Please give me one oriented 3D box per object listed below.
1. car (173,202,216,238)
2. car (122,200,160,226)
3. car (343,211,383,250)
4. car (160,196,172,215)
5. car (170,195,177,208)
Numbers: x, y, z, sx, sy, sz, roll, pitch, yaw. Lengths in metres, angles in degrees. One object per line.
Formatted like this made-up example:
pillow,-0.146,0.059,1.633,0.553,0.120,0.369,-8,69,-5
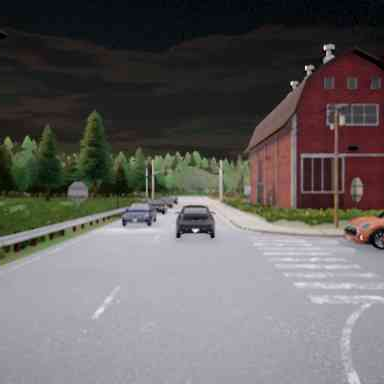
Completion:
car,0.175,1.456,17.370,1.837,1.490,4.892,0,0,0
car,-3.502,1.462,22.776,1.812,1.442,4.674,0,0,0
car,8.700,1.313,13.565,4.553,1.767,2.097,0,0,4
car,-3.455,1.454,33.112,2.033,1.411,5.357,0,0,0
car,-3.407,1.382,43.509,1.837,1.490,4.892,0,0,0
